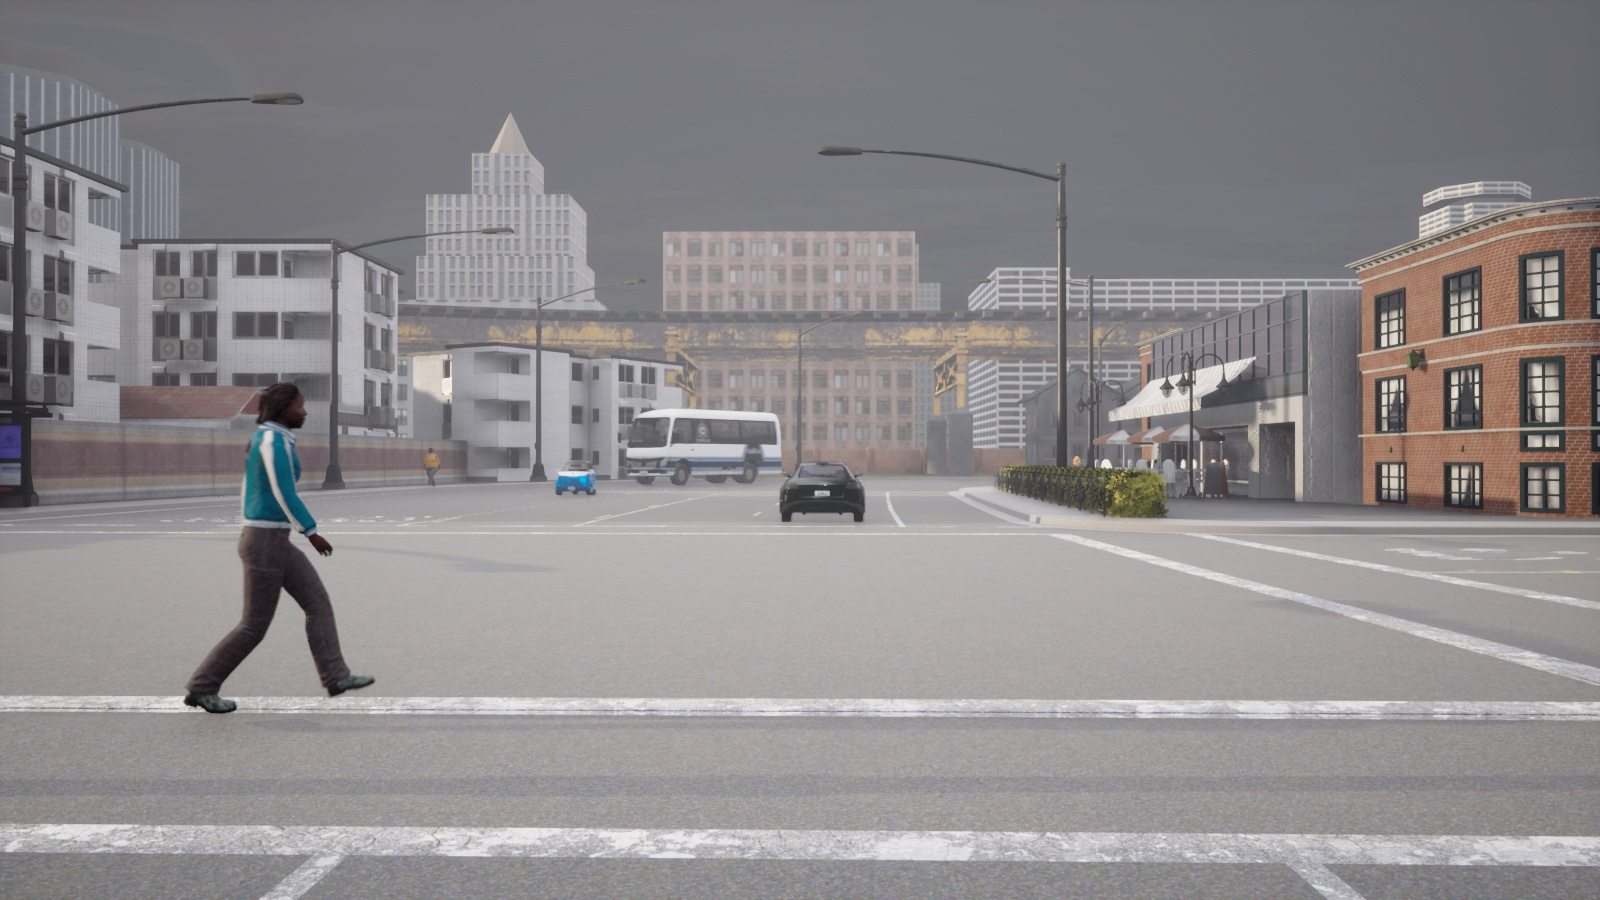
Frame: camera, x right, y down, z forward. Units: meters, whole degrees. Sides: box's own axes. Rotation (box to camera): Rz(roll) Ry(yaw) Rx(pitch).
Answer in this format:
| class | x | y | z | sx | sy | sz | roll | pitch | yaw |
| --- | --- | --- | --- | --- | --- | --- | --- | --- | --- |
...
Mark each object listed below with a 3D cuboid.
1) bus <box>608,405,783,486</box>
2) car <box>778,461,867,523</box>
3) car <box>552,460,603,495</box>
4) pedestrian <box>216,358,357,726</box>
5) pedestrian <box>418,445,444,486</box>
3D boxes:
| class | x | y | z | sx | sy | sz | roll | pitch | yaw |
| --- | --- | --- | --- | --- | --- | --- | --- | --- | --- |
| bus | -5.743 | -0.172 | 71.374 | 3.944 | 4.253 | 10.273 | -1 | -1 | 39 |
| car | 0.553 | 0.955 | 30.231 | 1.994 | 1.385 | 4.181 | 0 | 0 | 2 |
| car | -8.777 | 1.081 | 49.639 | 1.481 | 1.376 | 2.207 | 0 | -1 | 5 |
| pedestrian | -2.821 | 0.484 | 6.908 | 0.692 | 1.930 | 0.396 | 0 | 0 | -23 |
| pedestrian | -16.890 | 0.727 | 57.455 | 0.874 | 1.855 | 0.900 | 0 | 0 | 4 |
